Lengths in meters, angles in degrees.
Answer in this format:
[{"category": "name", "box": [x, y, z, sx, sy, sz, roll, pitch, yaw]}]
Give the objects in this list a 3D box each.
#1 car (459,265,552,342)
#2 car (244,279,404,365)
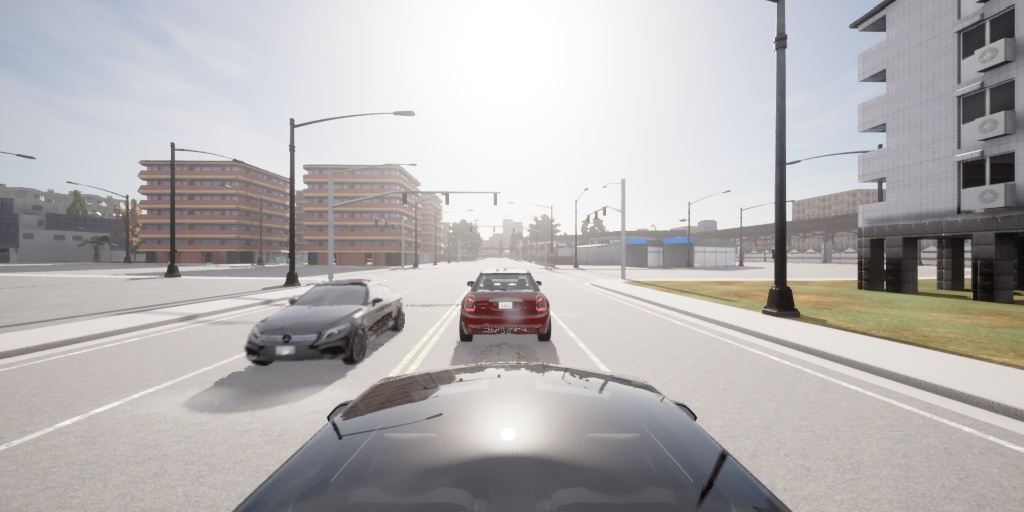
[{"category": "car", "box": [-0.203, 1.102, 9.981, 2.097, 1.767, 4.553, 0, 0, -2]}, {"category": "car", "box": [-3.785, 1.276, 8.172, 1.812, 1.442, 4.674, 0, 0, -2]}]
